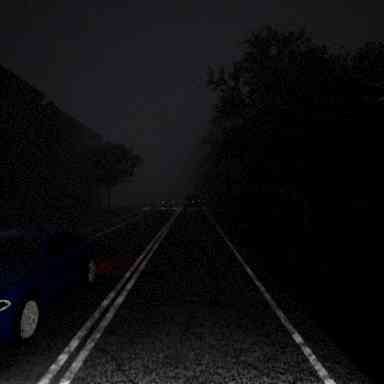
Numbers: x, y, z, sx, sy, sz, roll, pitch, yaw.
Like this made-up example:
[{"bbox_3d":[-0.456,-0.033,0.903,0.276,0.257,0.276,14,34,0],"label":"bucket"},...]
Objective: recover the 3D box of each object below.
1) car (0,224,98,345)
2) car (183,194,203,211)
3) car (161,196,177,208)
[{"bbox_3d":[-3.351,1.477,6.587,1.882,1.535,5.008,0,0,0],"label":"car"},{"bbox_3d":[0.100,1.217,40.244,2.150,2.045,5.566,0,0,0],"label":"car"},{"bbox_3d":[-3.319,1.381,48.936,2.097,1.767,4.553,0,0,0],"label":"car"}]
